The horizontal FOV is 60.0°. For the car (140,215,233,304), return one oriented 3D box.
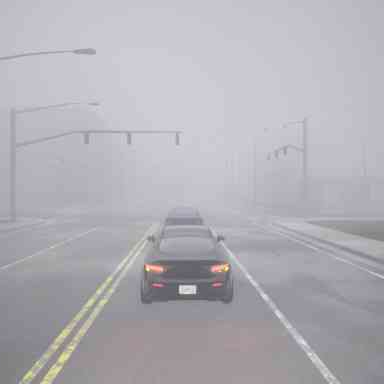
[{"bbox_3d":[-0.141,1.526,8.065,1.812,1.442,4.674,0,0,-2],"label":"car"}]

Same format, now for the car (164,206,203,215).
[{"bbox_3d":[-0.420,1.478,17.114,1.882,1.535,5.008,0,0,-2],"label":"car"}]
